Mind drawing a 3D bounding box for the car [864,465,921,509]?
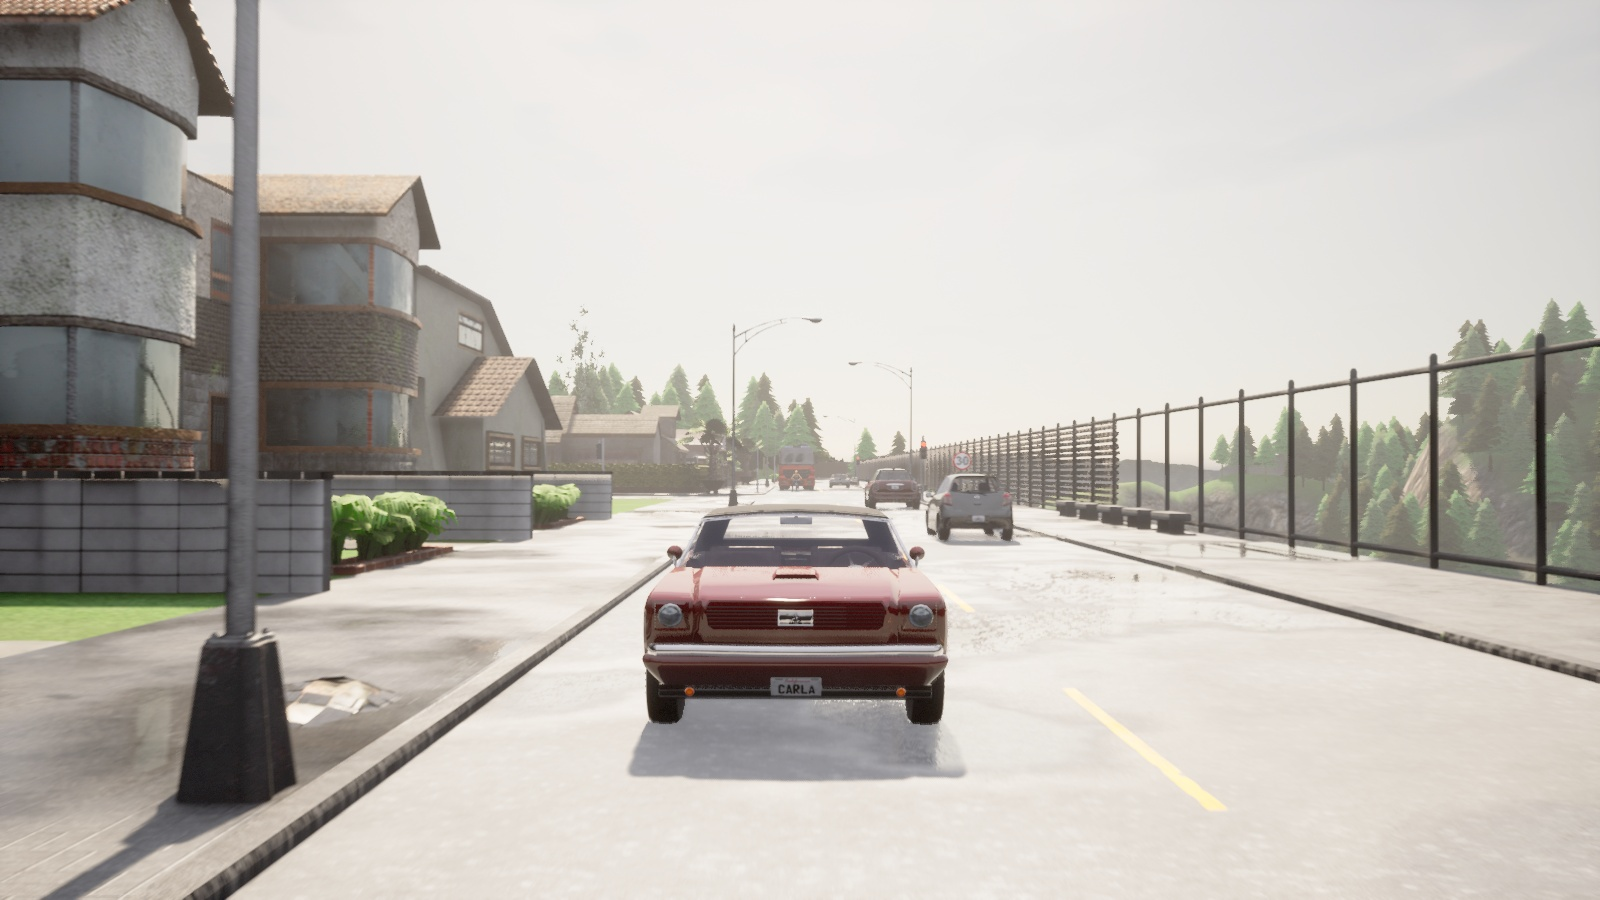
[{"bbox_3d":[3.871,1.549,53.257,2.097,1.767,4.553,0,-1,0],"label":"car"}]

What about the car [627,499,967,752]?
[{"bbox_3d":[-0.023,1.072,9.383,1.895,1.301,4.718,0,-1,0],"label":"car"}]

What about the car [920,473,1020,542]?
[{"bbox_3d":[3.928,1.309,29.609,1.845,1.501,3.633,0,-1,0],"label":"car"}]
